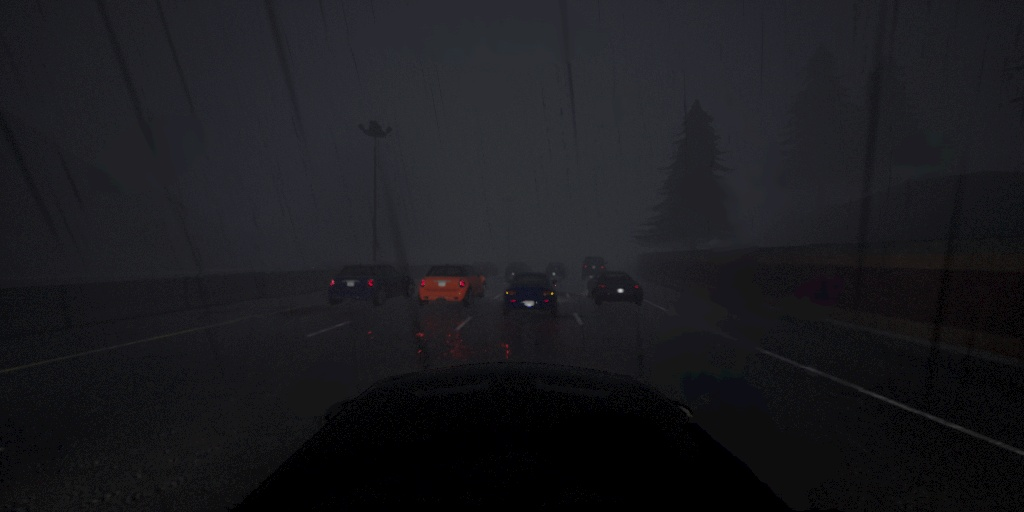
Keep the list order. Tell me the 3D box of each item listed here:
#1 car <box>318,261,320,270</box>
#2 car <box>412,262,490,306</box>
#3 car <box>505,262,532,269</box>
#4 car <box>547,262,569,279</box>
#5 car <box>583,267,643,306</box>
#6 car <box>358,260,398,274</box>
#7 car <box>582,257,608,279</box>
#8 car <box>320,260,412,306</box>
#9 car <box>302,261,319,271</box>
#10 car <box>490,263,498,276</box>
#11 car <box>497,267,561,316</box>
[{"bbox_3d":[-19.391,1.350,41.215,1.895,1.301,4.718,0,0,15],"label":"car"},{"bbox_3d":[-2.502,1.121,16.046,2.097,1.767,4.553,0,0,6],"label":"car"},{"bbox_3d":[0.655,1.326,34.023,1.837,1.490,4.892,0,0,14],"label":"car"},{"bbox_3d":[4.292,1.342,34.170,1.837,1.490,4.892,0,0,14],"label":"car"},{"bbox_3d":[4.560,1.365,16.354,1.994,1.385,4.181,0,0,6],"label":"car"},{"bbox_3d":[-15.543,1.271,41.946,1.837,1.490,4.892,0,0,15],"label":"car"},{"bbox_3d":[7.730,1.073,33.611,2.150,2.045,5.566,0,0,14],"label":"car"},{"bbox_3d":[-6.018,1.106,15.942,2.097,1.767,4.553,0,0,6],"label":"car"},{"bbox_3d":[-22.617,1.263,42.599,1.812,1.442,4.674,0,0,15],"label":"car"},{"bbox_3d":[-2.735,1.286,34.880,1.882,1.535,5.008,0,0,14],"label":"car"},{"bbox_3d":[0.728,1.304,13.420,1.812,1.442,4.674,0,0,5],"label":"car"}]
